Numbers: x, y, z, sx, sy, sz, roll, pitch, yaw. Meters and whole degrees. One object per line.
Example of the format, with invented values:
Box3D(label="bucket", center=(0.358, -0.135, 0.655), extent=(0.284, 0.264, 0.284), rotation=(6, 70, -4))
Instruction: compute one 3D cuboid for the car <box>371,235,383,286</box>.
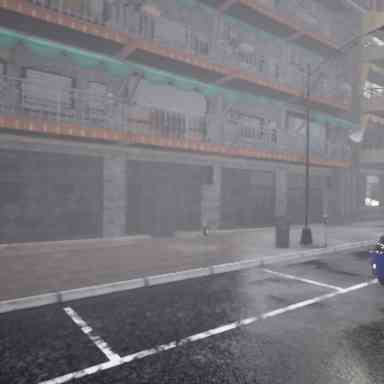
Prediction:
Box3D(label="car", center=(6.659, 1.227, 8.126), extent=(5.566, 2.045, 2.150), rotation=(0, 0, -35))
